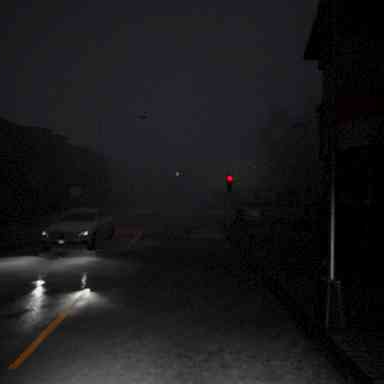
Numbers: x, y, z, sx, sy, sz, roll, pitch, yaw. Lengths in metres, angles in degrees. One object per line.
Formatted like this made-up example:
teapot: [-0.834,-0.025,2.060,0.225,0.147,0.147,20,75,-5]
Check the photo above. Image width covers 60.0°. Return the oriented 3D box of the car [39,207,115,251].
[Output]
car: [-4.360,1.365,13.349,1.812,1.442,4.674,0,0,-1]
